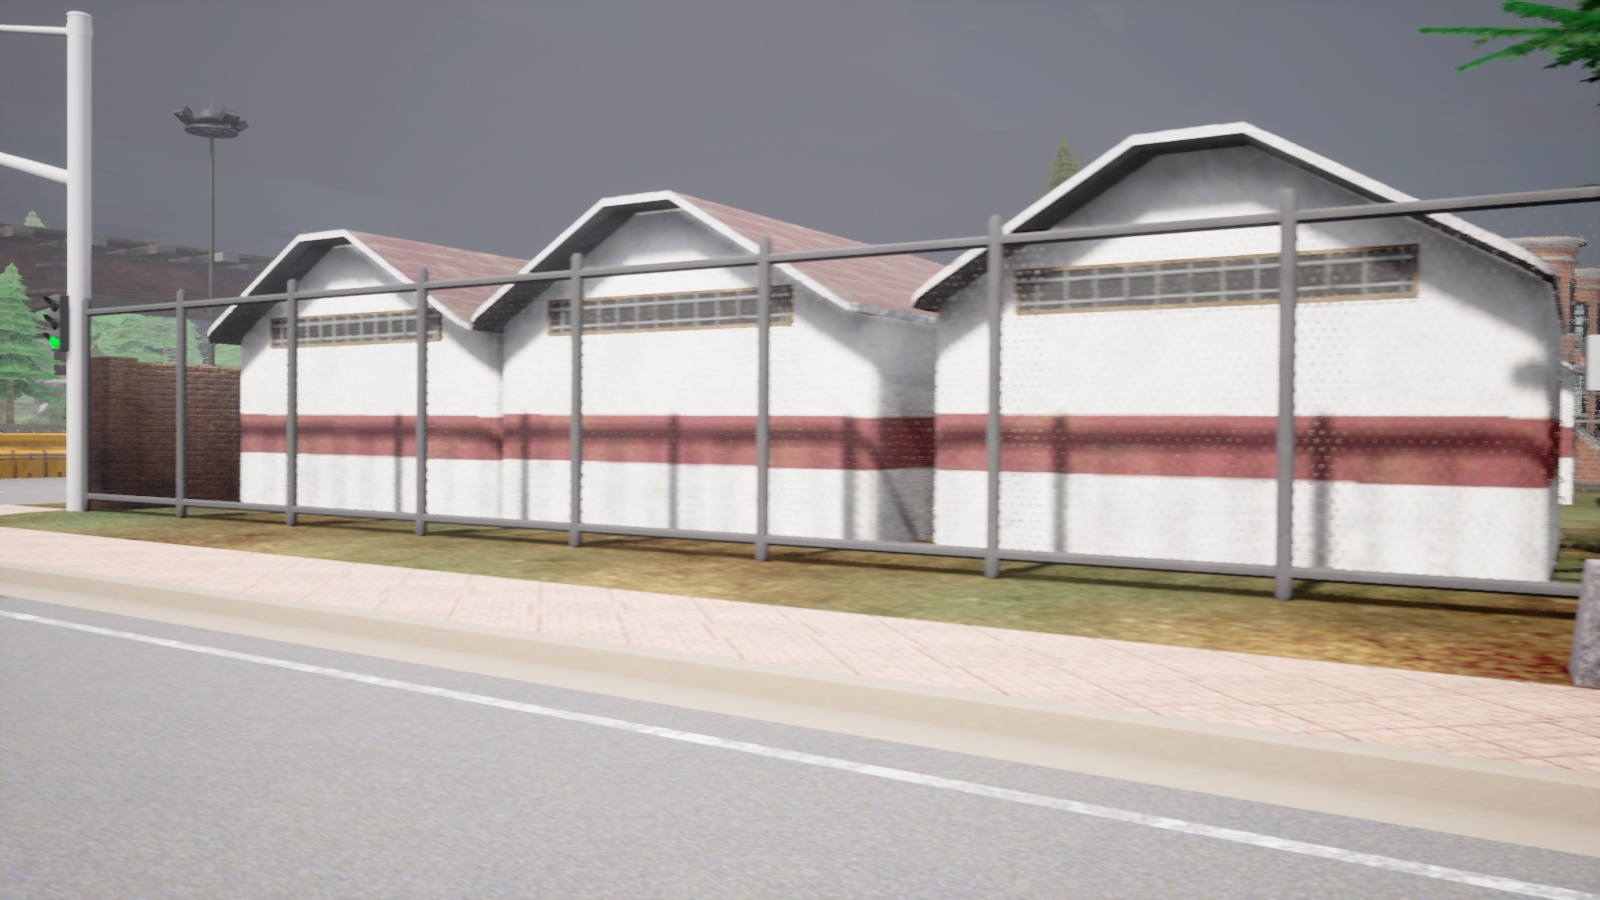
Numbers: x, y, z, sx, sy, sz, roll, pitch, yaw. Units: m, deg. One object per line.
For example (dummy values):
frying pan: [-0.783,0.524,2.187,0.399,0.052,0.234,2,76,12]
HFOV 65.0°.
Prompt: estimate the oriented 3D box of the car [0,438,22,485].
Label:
car: [-28.009,0.401,41.274,1.789,1.549,3.705,0,1,32]
